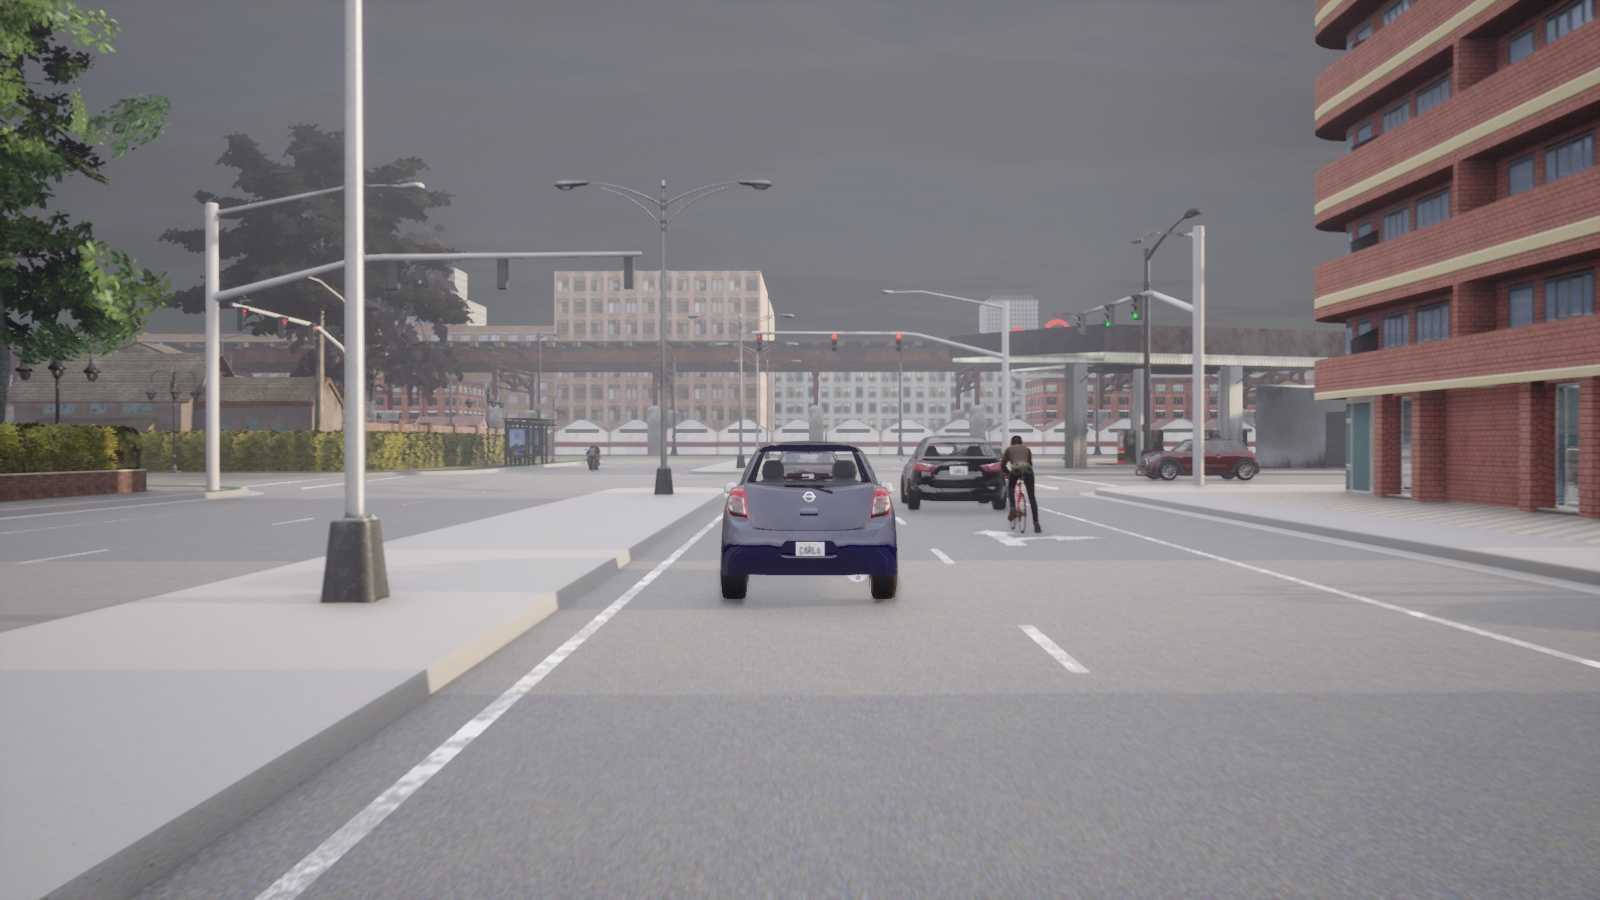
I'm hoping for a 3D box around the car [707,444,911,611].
[{"bbox_3d":[0.090,0.686,13.143,1.845,1.501,3.633,0,0,0],"label":"car"}]

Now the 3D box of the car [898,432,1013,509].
[{"bbox_3d":[3.524,0.428,29.306,2.242,1.667,4.611,0,0,2],"label":"car"}]

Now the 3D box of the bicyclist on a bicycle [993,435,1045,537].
[{"bbox_3d":[3.630,0.583,20.893,0.582,1.620,1.656,1,0,0],"label":"bicyclist on a bicycle"}]

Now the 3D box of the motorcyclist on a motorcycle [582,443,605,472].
[{"bbox_3d":[-11.101,0.393,67.423,0.866,1.530,2.191,0,0,0],"label":"motorcyclist on a motorcycle"}]

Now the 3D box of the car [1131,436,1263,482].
[{"bbox_3d":[15.643,0.338,49.620,4.553,1.767,2.097,0,0,-1],"label":"car"}]
